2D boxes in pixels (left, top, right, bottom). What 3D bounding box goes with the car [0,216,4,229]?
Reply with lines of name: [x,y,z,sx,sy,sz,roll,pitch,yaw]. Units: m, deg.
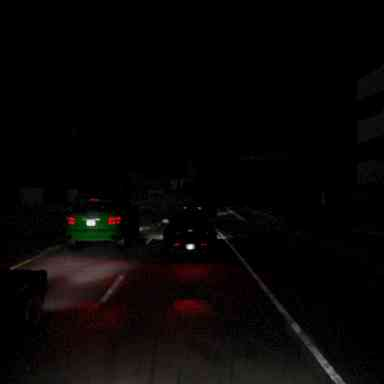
car: [-10.772,1.522,15.083,2.033,1.411,5.357,0,0,-1]

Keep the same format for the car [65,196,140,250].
car: [-3.619,1.189,14.407,2.150,2.045,5.566,0,0,-1]

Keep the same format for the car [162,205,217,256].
car: [-0.094,1.471,12.896,1.837,1.490,4.892,0,0,-1]

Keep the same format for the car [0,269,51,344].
car: [-3.437,1.595,3.845,1.895,1.301,4.718,0,0,-1]

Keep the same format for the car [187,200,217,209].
car: [0.738,1.432,27.730,2.128,1.511,4.902,-1,0,18]
